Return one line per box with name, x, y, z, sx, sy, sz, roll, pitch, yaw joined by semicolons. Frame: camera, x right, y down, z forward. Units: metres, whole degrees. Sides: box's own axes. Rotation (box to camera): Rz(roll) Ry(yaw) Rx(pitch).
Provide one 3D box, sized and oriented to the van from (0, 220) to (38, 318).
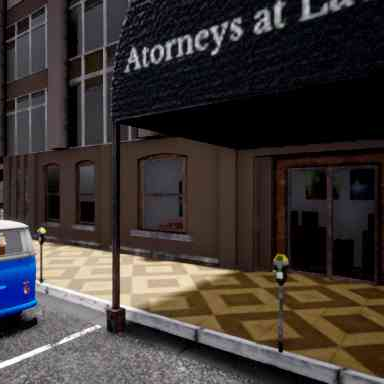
van;-4.540;1.341;6.098;3.998;1.788;1.690;0;0;35
